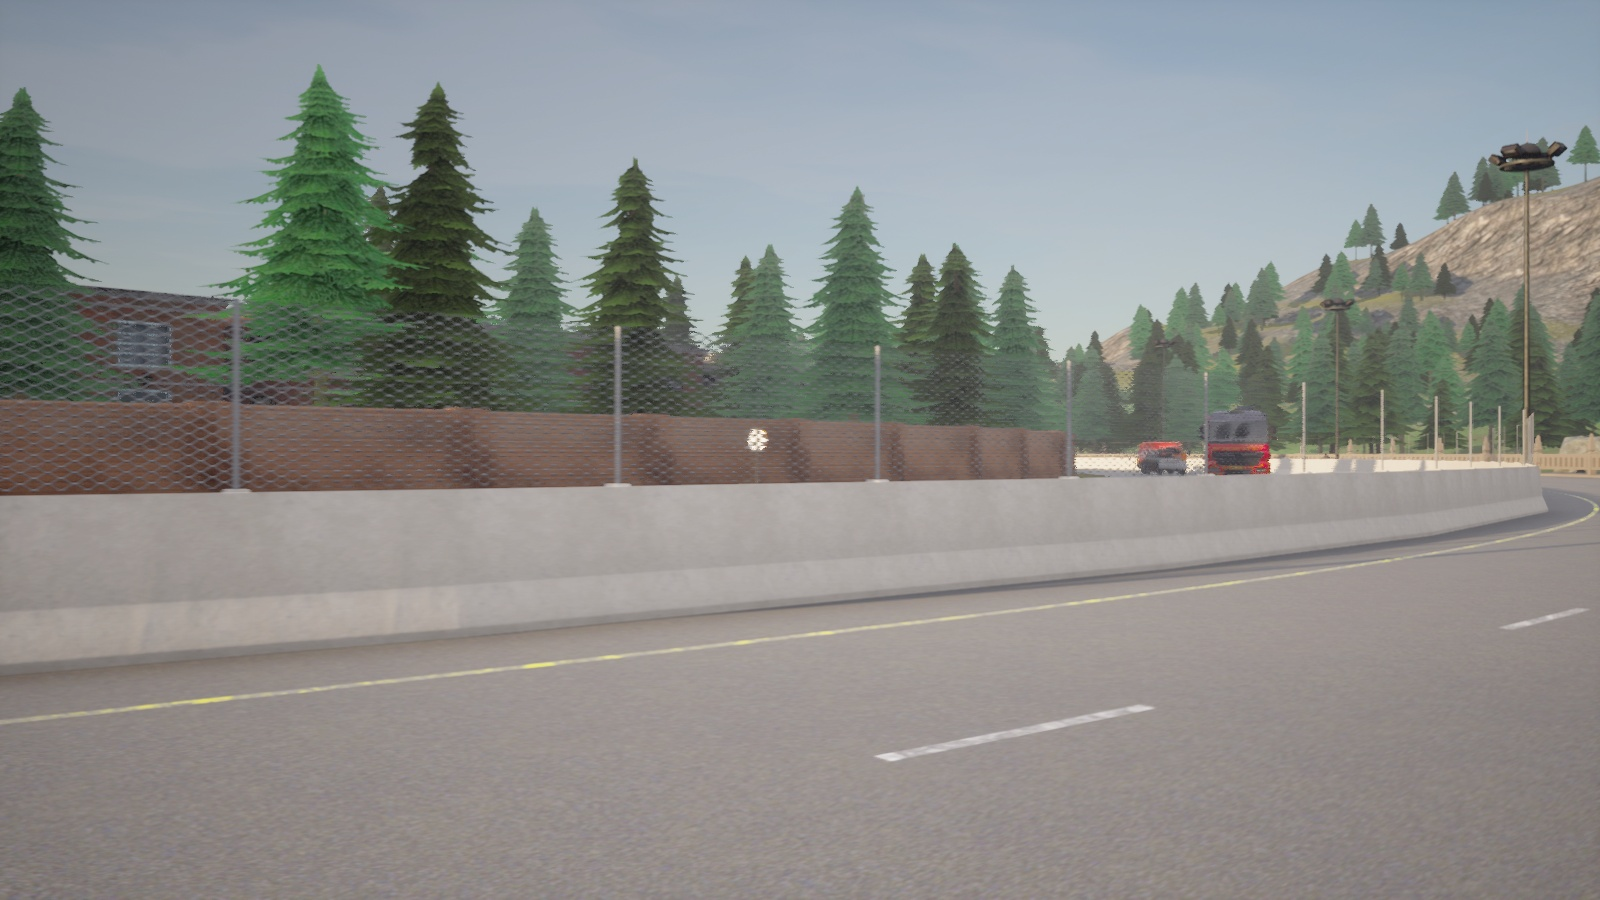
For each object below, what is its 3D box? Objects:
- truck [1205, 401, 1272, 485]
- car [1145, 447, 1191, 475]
[{"bbox_3d":[21.451,-0.294,61.758,2.891,3.827,8.468,0,0,18],"label":"truck"},{"bbox_3d":[25.806,0.753,88.264,1.932,1.855,4.605,0,0,1],"label":"car"}]
